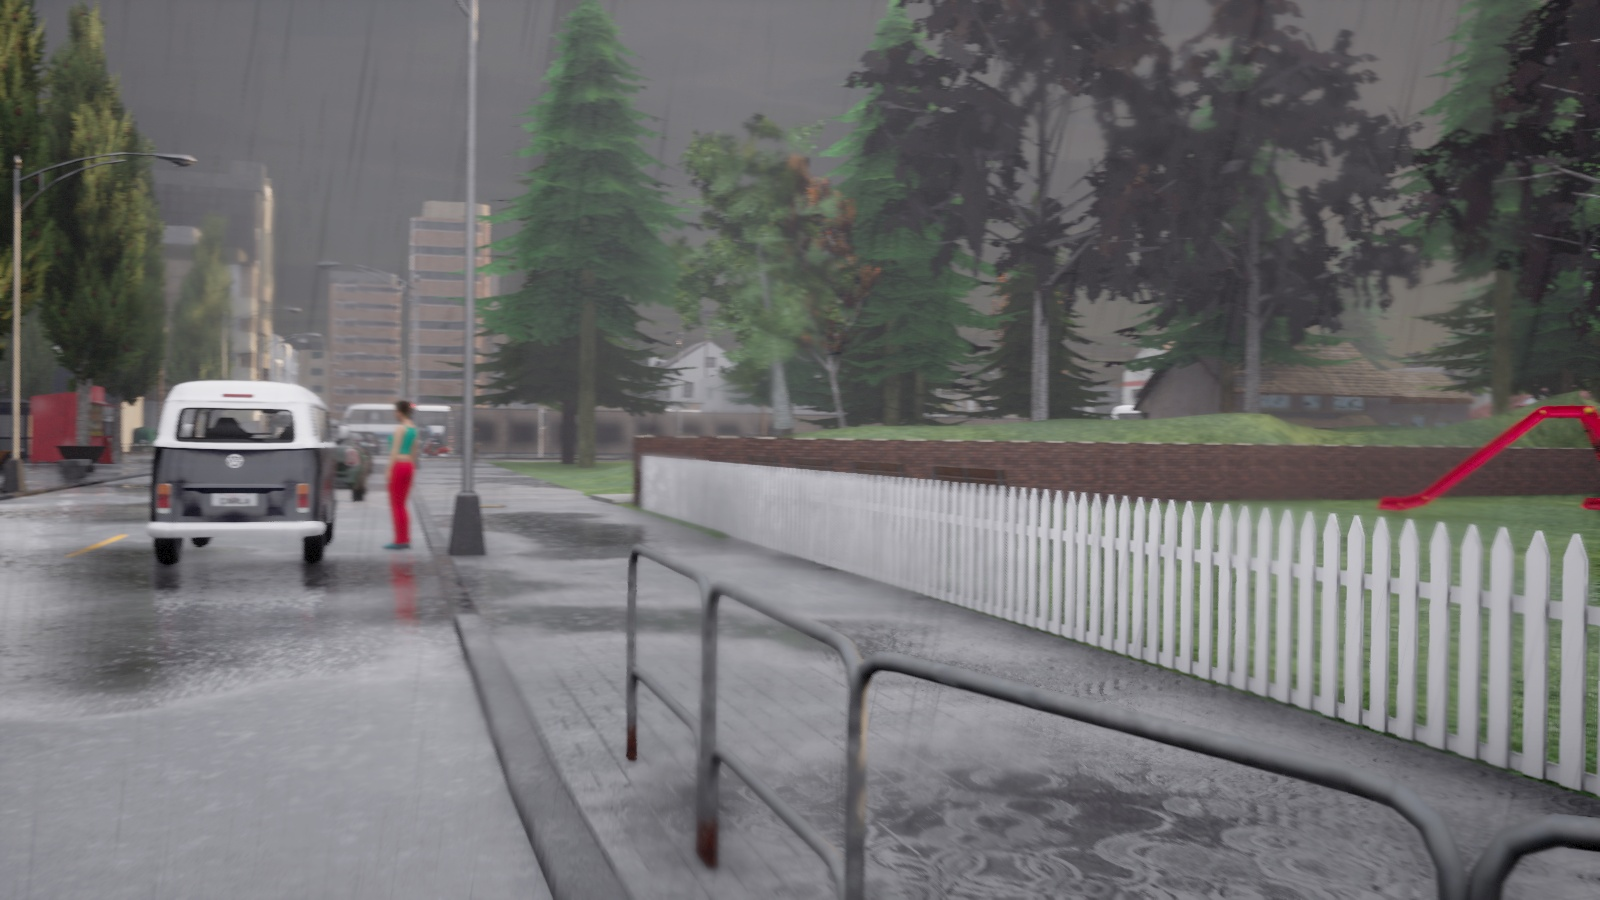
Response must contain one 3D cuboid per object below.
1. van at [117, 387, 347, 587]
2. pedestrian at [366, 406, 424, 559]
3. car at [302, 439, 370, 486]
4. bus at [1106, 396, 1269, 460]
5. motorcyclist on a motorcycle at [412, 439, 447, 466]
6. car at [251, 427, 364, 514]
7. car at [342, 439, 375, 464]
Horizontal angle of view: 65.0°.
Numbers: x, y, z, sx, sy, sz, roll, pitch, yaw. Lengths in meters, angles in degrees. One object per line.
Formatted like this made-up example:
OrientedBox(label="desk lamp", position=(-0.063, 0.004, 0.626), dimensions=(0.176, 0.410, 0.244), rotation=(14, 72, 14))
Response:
OrientedBox(label="van", position=(-6.662, 0.357, 15.229), dimensions=(2.069, 2.038, 4.480), rotation=(0, 1, -18))
OrientedBox(label="pedestrian", position=(-4.947, 0.384, 15.344), dimensions=(0.594, 1.836, 0.345), rotation=(0, 1, 25))
OrientedBox(label="car", position=(-15.951, 0.381, 43.351), dimensions=(2.007, 1.525, 4.514), rotation=(0, 1, -18))
OrientedBox(label="bus", position=(27.315, -1.573, 88.887), dimensions=(10.273, 4.253, 3.944), rotation=(0, 2, 42))
OrientedBox(label="motorcyclist on a motorcycle", position=(-22.086, 0.141, 74.873), dimensions=(1.817, 1.590, 0.866), rotation=(0, -1, -3))
OrientedBox(label="car", position=(-10.906, 0.401, 28.085), dimensions=(2.097, 1.767, 4.553), rotation=(0, 1, -18))
OrientedBox(label="car", position=(-29.366, 0.079, 83.600), dimensions=(2.033, 1.649, 4.856), rotation=(-1, 1, -19))
